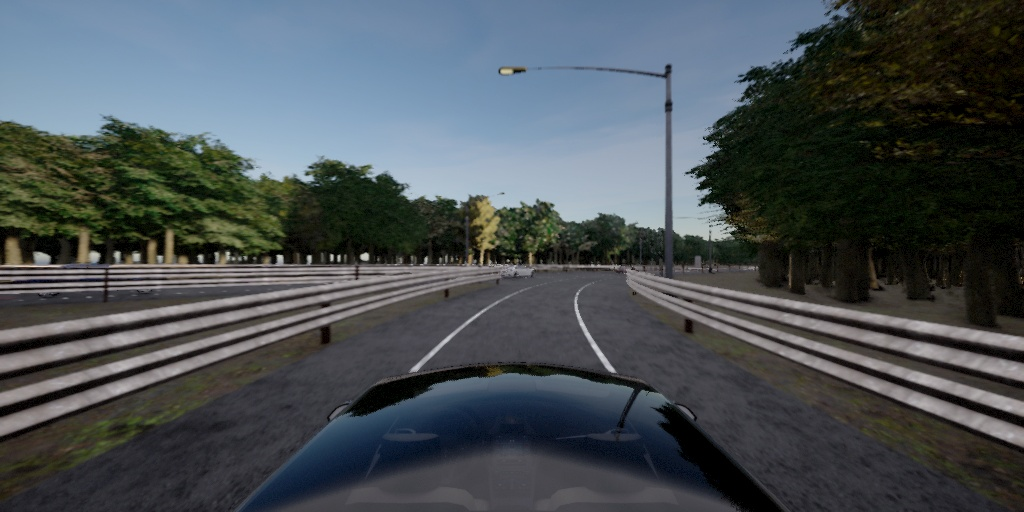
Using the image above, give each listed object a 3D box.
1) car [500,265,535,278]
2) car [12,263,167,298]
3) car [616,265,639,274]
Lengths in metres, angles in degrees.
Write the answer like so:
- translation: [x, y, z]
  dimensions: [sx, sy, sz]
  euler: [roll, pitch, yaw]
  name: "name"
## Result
- translation: [0.671, 1.719, 40.561]
  dimensions: [1.812, 1.442, 4.674]
  euler: [-1, -2, 43]
  name: "car"
- translation: [-20.509, 1.138, 17.762]
  dimensions: [1.882, 1.535, 5.008]
  euler: [-1, -2, 43]
  name: "car"
- translation: [19.727, 2.304, 61.075]
  dimensions: [2.033, 1.411, 5.357]
  euler: [-1, -2, 43]
  name: "car"
